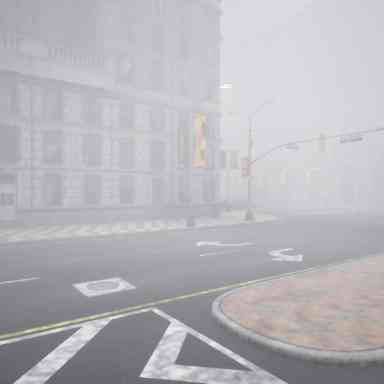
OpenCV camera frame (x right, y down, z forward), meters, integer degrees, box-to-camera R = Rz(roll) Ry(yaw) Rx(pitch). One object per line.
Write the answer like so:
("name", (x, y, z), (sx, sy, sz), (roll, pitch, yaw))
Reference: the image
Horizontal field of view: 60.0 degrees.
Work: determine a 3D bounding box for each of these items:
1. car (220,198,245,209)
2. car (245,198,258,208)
("car", (4.065, 1.547, 44.383), (2.033, 1.411, 5.357), (0, 0, -36))
("car", (7.080, 1.564, 46.199), (1.994, 1.385, 4.181), (0, 0, -36))
